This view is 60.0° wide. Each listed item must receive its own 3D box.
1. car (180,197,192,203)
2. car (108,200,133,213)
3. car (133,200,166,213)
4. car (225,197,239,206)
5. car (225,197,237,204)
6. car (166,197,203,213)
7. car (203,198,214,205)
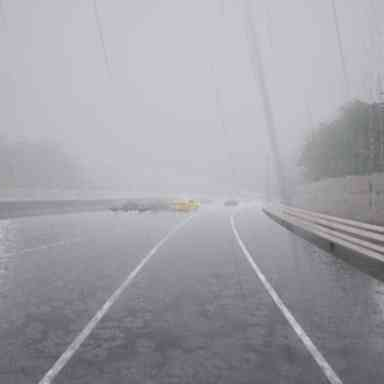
[{"bbox_3d":[-1.652,2.209,90.605,1.882,1.535,5.008,0,-1,18],"label":"car"},{"bbox_3d":[-7.403,1.600,37.785,2.033,1.411,5.357,0,0,18],"label":"car"},{"bbox_3d":[-4.087,1.547,36.731,2.033,1.411,5.357,-2,-1,18],"label":"car"},{"bbox_3d":[7.508,1.945,61.623,1.895,1.301,4.718,0,-1,18],"label":"car"},{"bbox_3d":[9.309,1.962,78.861,2.097,1.767,4.553,0,-1,18],"label":"car"},{"bbox_3d":[-0.732,1.432,35.670,1.882,1.535,5.008,0,0,18],"label":"car"},{"bbox_3d":[3.552,2.009,72.294,2.128,1.511,4.902,0,-1,18],"label":"car"}]
